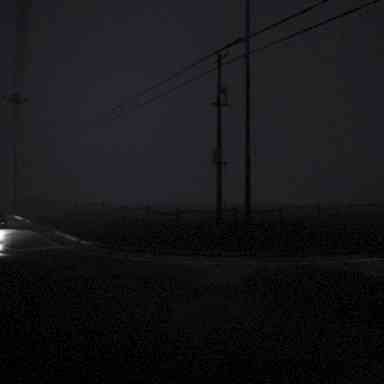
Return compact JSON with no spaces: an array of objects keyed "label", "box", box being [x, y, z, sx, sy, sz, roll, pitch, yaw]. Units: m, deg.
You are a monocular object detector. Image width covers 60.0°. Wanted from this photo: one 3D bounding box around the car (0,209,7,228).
[{"label":"car","box":[-13.056,1.565,21.108,1.994,1.385,4.181,0,0,-36]}]
